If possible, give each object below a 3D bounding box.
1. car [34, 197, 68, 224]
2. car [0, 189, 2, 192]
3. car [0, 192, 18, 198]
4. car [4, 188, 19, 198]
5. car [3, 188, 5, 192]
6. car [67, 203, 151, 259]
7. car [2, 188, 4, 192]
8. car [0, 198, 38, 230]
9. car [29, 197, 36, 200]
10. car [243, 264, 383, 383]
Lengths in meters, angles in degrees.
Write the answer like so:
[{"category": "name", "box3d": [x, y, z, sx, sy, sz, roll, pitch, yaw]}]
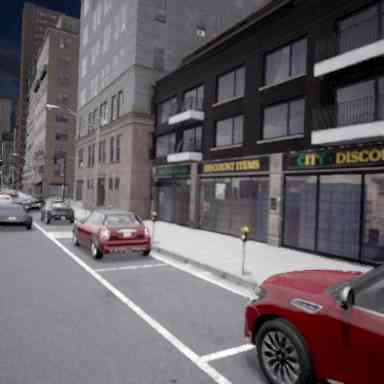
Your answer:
[{"category": "car", "box3d": [-8.808, 1.274, 21.700, 2.008, 1.369, 4.403, 2, 0, -31]}, {"category": "car", "box3d": [-45.022, 0.050, 81.275, 1.967, 1.590, 4.097, 2, 0, -31]}, {"category": "car", "box3d": [-16.532, 0.981, 28.960, 1.812, 1.442, 4.674, 2, 0, -30]}, {"category": "car", "box3d": [-33.797, 0.373, 62.781, 1.967, 1.590, 4.097, 2, 0, -31]}, {"category": "car", "box3d": [-36.695, 0.372, 67.550, 1.752, 1.417, 4.829, 2, 0, -31]}, {"category": "car", "box3d": [-3.079, 1.354, 12.306, 1.967, 1.590, 4.097, 2, 0, -31]}, {"category": "car", "box3d": [-39.413, 0.318, 72.028, 2.008, 1.369, 4.403, 2, 0, -31]}, {"category": "car", "box3d": [-9.971, 1.236, 18.247, 1.994, 1.385, 4.181, 2, 0, -32]}, {"category": "car", "box3d": [-14.532, 1.101, 31.095, 1.947, 1.339, 4.313, 2, 0, -31]}, {"category": "car", "box3d": [2.649, 1.420, 2.911, 2.192, 1.841, 5.009, 2, 0, -31]}]
